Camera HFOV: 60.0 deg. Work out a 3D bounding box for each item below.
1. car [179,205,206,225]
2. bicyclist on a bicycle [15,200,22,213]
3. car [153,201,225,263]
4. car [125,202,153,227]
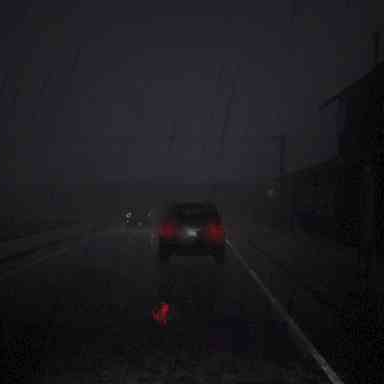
[{"bbox_3d":[-0.058,1.816,27.518,2.033,1.411,5.357,0,-1,-2],"label":"car"},{"bbox_3d":[-21.545,1.870,41.231,0.582,1.620,1.656,0,0,1],"label":"bicyclist on a bicycle"},{"bbox_3d":[0.005,1.348,12.577,2.150,2.045,5.566,0,0,0],"label":"car"},{"bbox_3d":[-3.531,1.591,24.662,2.097,1.767,4.553,0,0,1],"label":"car"}]
